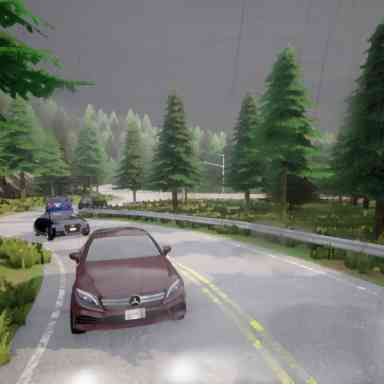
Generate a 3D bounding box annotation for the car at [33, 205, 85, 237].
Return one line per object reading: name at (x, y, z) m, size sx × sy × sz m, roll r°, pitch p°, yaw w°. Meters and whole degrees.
car at (-7.036, 1.664, 17.764) m, size 1.994 × 1.385 × 4.181 m, roll -4°, pitch 2°, yaw -38°

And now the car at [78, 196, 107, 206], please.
car at (-12.674, 1.289, 42.812) m, size 2.097 × 1.767 × 4.553 m, roll 2°, pitch 2°, yaw 13°

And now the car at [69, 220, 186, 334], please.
car at (-1.514, 1.523, 7.060) m, size 1.812 × 1.442 × 4.674 m, roll -2°, pitch 0°, yaw -17°

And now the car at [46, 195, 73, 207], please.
car at (-12.828, 1.326, 32.226) m, size 2.150 × 2.045 × 5.566 m, roll -1°, pitch 0°, yaw -18°
